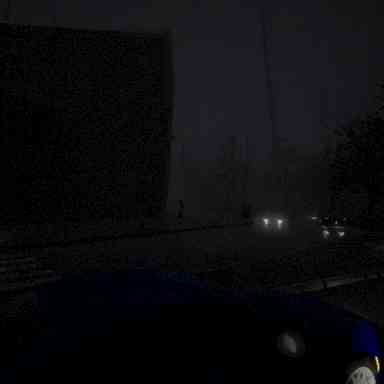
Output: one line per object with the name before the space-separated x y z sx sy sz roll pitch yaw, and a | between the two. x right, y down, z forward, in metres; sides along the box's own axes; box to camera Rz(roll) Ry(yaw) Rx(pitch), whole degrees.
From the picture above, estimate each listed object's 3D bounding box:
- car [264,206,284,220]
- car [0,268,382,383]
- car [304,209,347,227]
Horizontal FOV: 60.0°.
car | 9.319 2.333 37.437 1.812 1.442 4.674 2 -2 16
car | -0.299 1.482 2.984 5.008 1.535 1.882 0 0 -33
car | 11.509 2.173 29.203 2.033 1.411 5.357 3 -2 -1
